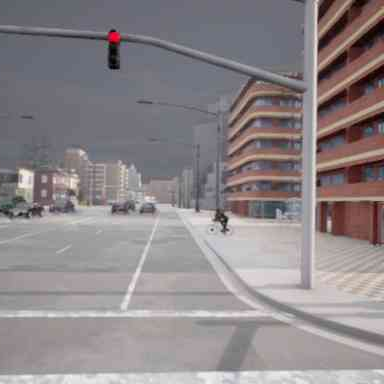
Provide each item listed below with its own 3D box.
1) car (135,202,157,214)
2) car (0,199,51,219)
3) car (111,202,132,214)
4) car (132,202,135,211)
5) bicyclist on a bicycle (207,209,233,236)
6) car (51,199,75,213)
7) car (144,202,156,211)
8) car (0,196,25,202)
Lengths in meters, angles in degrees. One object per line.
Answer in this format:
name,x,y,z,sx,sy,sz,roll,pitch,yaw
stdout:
car,-6.049,2.246,45.036,2.033,1.411,5.357,2,-1,-4
car,-15.703,1.733,31.729,2.128,1.511,4.902,2,-1,-4
car,-9.487,2.095,44.029,1.837,1.490,4.892,2,-1,-4
car,-10.335,2.286,54.361,2.033,1.411,5.357,2,-1,-4
bicyclist on a bicycle,1.714,1.839,20.152,1.656,1.620,0.582,1,-1,-4
car,-16.474,1.729,42.307,2.097,1.767,4.553,2,-1,-4
car,-6.846,2.363,54.628,1.812,1.442,4.674,2,-1,-4
car,-19.467,1.411,35.147,2.150,2.045,5.566,2,-1,-4
